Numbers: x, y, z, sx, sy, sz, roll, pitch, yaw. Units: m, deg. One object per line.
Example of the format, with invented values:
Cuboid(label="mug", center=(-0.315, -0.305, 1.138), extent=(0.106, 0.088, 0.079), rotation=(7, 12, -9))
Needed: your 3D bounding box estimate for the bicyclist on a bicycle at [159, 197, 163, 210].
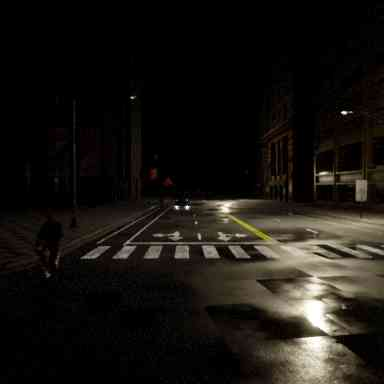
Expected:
Cuboid(label="bicyclist on a bicycle", center=(-3.718, 1.428, 40.084), extent=(0.582, 1.620, 1.656), rotation=(0, 0, -1))

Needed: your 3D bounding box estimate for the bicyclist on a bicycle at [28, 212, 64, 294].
Cuboid(label="bicyclist on a bicycle", center=(-3.433, 1.362, 7.889), extent=(0.659, 1.776, 1.843), rotation=(0, 0, 0))

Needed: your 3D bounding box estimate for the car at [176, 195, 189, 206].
Cuboid(label="car", center=(-1.585, 1.323, 54.772), extent=(2.097, 1.767, 4.553), rotation=(0, 0, 0))
